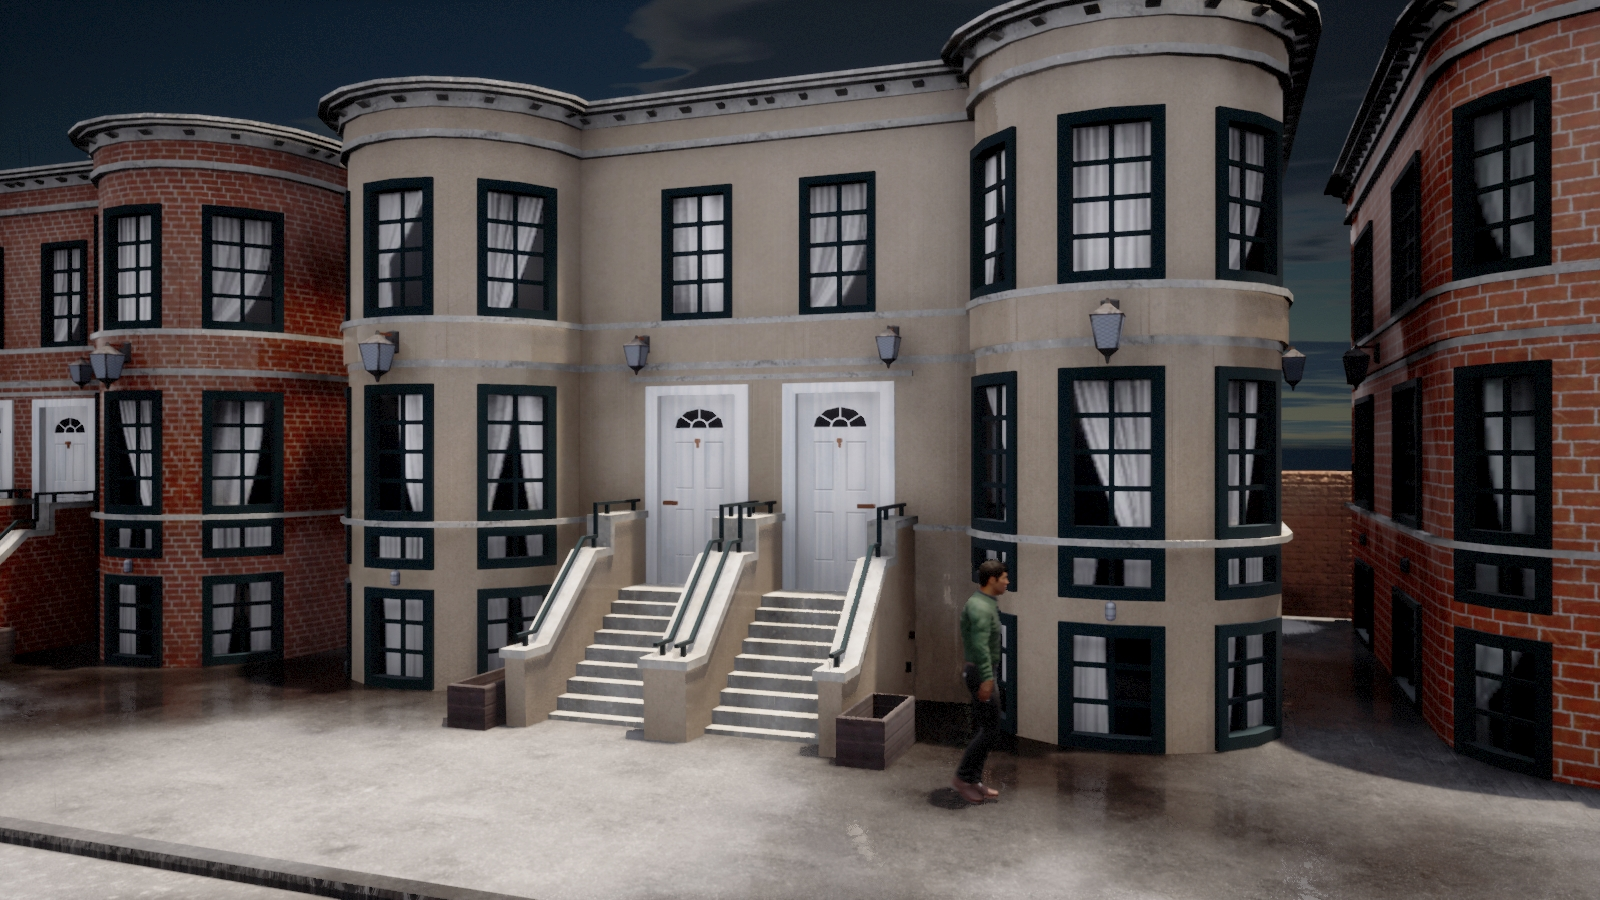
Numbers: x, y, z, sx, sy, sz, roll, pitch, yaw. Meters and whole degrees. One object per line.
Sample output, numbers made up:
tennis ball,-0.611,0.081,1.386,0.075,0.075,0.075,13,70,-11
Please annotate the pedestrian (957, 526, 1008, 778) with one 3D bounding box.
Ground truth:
pedestrian,1.400,1.525,8.776,0.375,1.860,0.375,0,0,9
